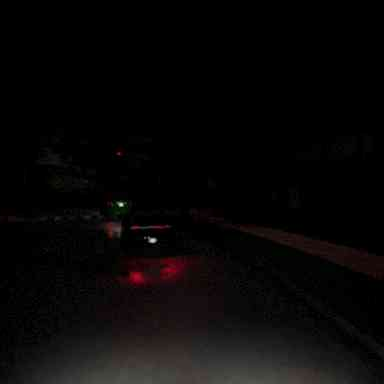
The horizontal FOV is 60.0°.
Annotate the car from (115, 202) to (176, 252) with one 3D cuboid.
[{"bbox_3d":[-1.881,1.384,13.448,2.128,1.511,4.902,0,1,-14],"label":"car"}]

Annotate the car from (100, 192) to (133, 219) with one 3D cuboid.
[{"bbox_3d":[-6.125,0.998,26.970,2.150,2.045,5.566,0,1,-20],"label":"car"}]
